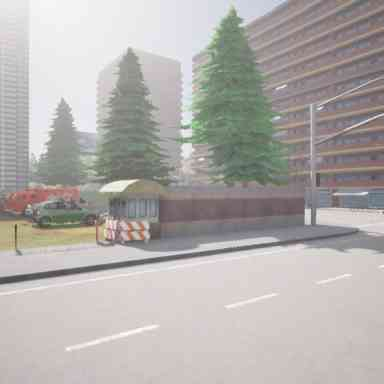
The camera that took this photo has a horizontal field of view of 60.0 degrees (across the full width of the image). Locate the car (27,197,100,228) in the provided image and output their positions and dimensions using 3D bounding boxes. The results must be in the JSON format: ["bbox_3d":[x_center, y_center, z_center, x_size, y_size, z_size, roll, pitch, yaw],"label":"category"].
[{"bbox_3d":[-7.965,1.341,21.106,3.988,1.617,1.851,0,0,-35],"label":"car"}]

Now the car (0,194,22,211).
[{"bbox_3d":[-24.986,1.394,43.773,4.193,1.474,1.816,0,0,-35],"label":"car"}]

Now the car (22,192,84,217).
[{"bbox_3d":[-9.978,1.172,25.162,4.605,1.855,1.932,0,0,-35],"label":"car"}]

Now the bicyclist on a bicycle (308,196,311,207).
[{"bbox_3d":[16.709,1.356,46.520,1.656,1.620,0.582,0,0,-35],"label":"bicyclist on a bicycle"}]

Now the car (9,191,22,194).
[{"bbox_3d":[-26.258,1.204,46.298,3.866,1.878,1.905,0,0,-35],"label":"car"}]
